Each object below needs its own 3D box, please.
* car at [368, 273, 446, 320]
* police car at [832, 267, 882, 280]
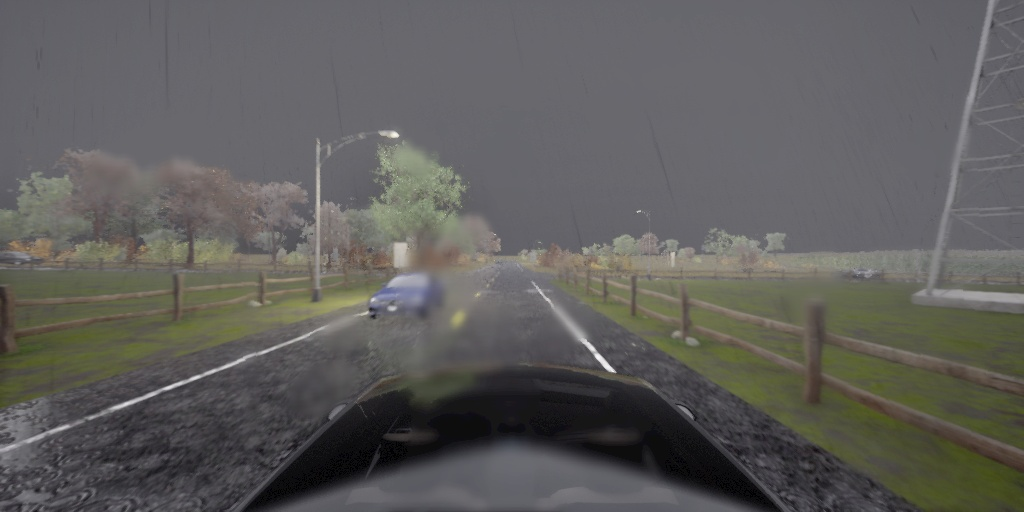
[{"bbox_3d":[-3.601,1.349,13.131,1.812,1.442,4.674,0,-1,0],"label":"car"},{"bbox_3d":[42.674,2.194,44.591,4.974,1.542,2.038,1,0,0],"label":"police car"}]
